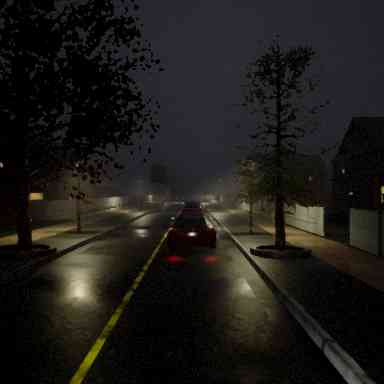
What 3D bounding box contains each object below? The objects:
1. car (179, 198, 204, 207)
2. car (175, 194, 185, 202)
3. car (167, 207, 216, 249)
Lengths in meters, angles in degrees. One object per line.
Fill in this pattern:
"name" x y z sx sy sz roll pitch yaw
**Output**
"car" 0.000 1.532 29.657 1.837 1.490 4.892 0 0 0
"car" -2.750 1.329 75.964 2.097 1.767 4.553 0 0 0
"car" 0.000 1.578 14.653 1.994 1.385 4.181 0 0 0
